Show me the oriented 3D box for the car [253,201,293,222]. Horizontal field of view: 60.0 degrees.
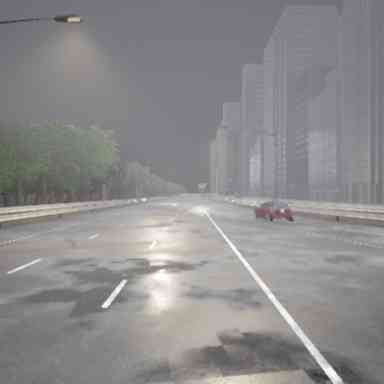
[{"bbox_3d":[7.011,1.597,29.240,2.097,1.767,4.553,0,0,-10],"label":"car"}]
